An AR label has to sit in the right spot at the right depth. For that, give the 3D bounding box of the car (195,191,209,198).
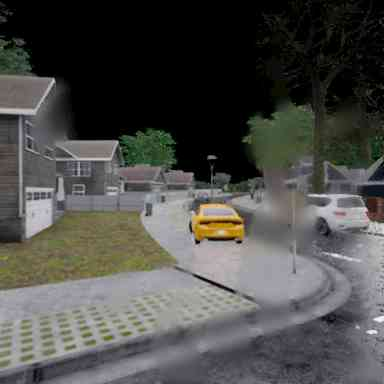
[{"bbox_3d":[1.618,0.722,54.680,2.097,1.767,4.553,0,1,6],"label":"car"}]

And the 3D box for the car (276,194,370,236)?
[{"bbox_3d":[6.815,1.119,18.034,2.150,2.045,5.566,-1,1,-19],"label":"car"}]

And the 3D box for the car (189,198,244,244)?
[{"bbox_3d":[0.990,1.272,14.634,1.882,1.535,5.008,0,1,-2],"label":"car"}]
